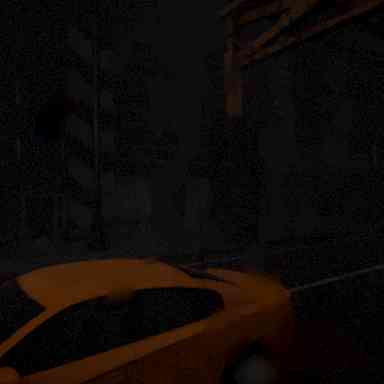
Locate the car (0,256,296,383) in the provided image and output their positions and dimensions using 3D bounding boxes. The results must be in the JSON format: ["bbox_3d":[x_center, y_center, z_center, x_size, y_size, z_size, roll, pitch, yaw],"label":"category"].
[{"bbox_3d":[-1.129,1.479,3.187,5.008,1.535,1.882,0,0,-35],"label":"car"}]
